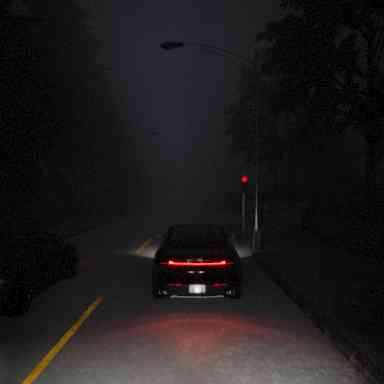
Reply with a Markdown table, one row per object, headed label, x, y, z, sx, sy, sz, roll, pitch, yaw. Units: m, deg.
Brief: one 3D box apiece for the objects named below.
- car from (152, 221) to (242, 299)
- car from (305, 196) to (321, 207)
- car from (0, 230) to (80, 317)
| label | x | y | z | sx | sy | sz | roll | pitch | yaw |
| --- | --- | --- | --- | --- | --- | --- | --- | --- | --- |
| car | 0.100 | 1.502 | 8.439 | 1.837 | 1.490 | 4.892 | 0 | 0 | 0 |
| car | 15.801 | 1.285 | 45.005 | 1.994 | 1.381 | 4.181 | 0 | 0 | 0 |
| car | -4.046 | 1.562 | 7.331 | 1.994 | 1.385 | 4.181 | 0 | 0 | 1 |
